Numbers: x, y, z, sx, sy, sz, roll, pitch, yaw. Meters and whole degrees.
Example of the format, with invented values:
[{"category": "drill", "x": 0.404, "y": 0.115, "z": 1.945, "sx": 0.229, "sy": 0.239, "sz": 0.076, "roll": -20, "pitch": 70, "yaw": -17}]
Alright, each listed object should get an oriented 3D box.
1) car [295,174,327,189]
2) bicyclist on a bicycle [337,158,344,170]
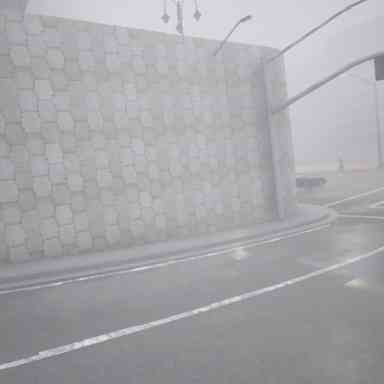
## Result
[{"category": "car", "x": 10.004, "y": -1.018, "z": 30.958, "sx": 1.895, "sy": 1.301, "sz": 4.718, "roll": -11, "pitch": 6, "yaw": -35}, {"category": "bicyclist on a bicycle", "x": 20.052, "y": -3.826, "z": 44.881, "sx": 1.656, "sy": 1.620, "sz": 0.582, "roll": -11, "pitch": 6, "yaw": -35}]
